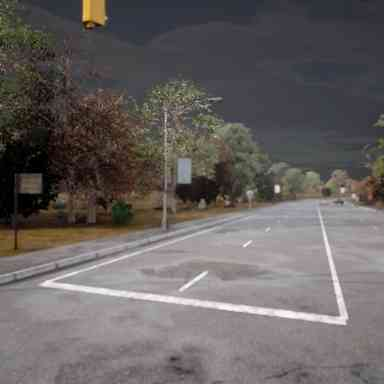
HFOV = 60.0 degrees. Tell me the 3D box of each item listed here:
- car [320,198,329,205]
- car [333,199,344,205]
[{"bbox_3d":[35.305,2.703,88.461,1.895,1.301,4.718,0,0,20],"label":"car"},{"bbox_3d":[38.433,2.605,86.831,1.837,1.490,4.892,0,0,20],"label":"car"}]
